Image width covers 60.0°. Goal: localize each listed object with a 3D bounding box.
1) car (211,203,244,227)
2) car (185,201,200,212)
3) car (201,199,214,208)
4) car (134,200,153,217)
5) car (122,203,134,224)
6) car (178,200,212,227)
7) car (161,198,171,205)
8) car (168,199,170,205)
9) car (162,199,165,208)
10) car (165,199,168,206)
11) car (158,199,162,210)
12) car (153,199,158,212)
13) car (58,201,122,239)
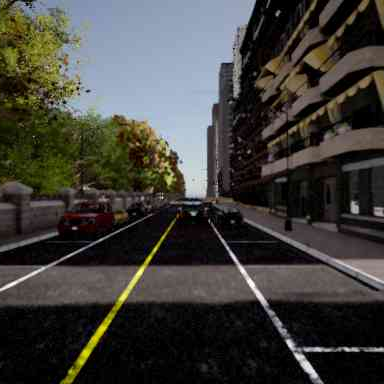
[{"bbox_3d":[2.688,1.740,24.166,2.008,1.369,4.403,0,0,0],"label":"car"},{"bbox_3d":[0.091,1.960,45.253,1.895,1.301,4.718,0,0,0],"label":"car"},{"bbox_3d":[2.681,2.011,57.397,2.008,1.369,4.403,0,0,0],"label":"car"},{"bbox_3d":[-5.695,1.843,35.239,1.947,1.339,4.313,0,0,0],"label":"car"},{"bbox_3d":[-5.692,1.713,23.992,1.752,1.417,4.829,0,0,0],"label":"car"},{"bbox_3d":[0.096,1.544,24.441,2.097,1.767,4.553,0,0,0],"label":"car"},{"bbox_3d":[-5.831,2.146,74.008,1.887,1.381,4.507,0,0,0],"label":"car"},{"bbox_3d":[-5.778,2.104,68.468,2.008,1.369,4.403,0,0,0],"label":"car"},{"bbox_3d":[-5.698,1.938,51.684,1.752,1.417,4.829,0,0,0],"label":"car"},{"bbox_3d":[-5.698,1.900,57.394,1.967,1.590,4.097,0,0,0],"label":"car"},{"bbox_3d":[-5.697,1.950,46.316,1.802,1.307,4.206,0,0,0],"label":"car"},{"bbox_3d":[-5.695,1.762,40.778,1.967,1.590,4.097,0,0,0],"label":"car"},{"bbox_3d":[-5.690,1.460,18.625,2.192,1.841,5.009,0,0,0],"label":"car"}]
